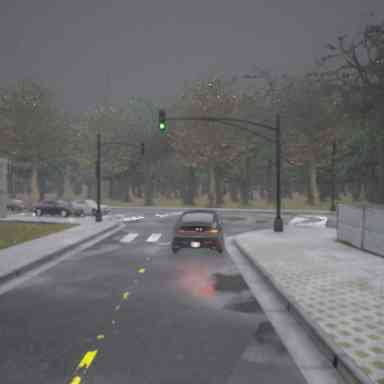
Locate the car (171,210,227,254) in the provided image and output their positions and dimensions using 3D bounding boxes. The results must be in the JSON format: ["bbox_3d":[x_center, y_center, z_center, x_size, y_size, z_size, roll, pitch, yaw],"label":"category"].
[{"bbox_3d":[0.359,1.476,13.350,1.837,1.490,4.892,0,0,6],"label":"car"}]

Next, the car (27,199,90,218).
[{"bbox_3d":[-11.894,1.436,29.643,4.892,1.490,1.837,0,0,23],"label":"car"}]

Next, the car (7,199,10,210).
[{"bbox_3d":[-20.952,1.500,33.505,4.181,1.385,1.994,0,0,23],"label":"car"}]

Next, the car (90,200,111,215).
[{"bbox_3d":[-10.118,1.461,32.421,4.674,1.442,1.812,0,0,25],"label":"car"}]

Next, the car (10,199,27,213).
[{"bbox_3d":[-19.355,1.465,36.353,4.674,1.442,1.812,0,0,23],"label":"car"}]
